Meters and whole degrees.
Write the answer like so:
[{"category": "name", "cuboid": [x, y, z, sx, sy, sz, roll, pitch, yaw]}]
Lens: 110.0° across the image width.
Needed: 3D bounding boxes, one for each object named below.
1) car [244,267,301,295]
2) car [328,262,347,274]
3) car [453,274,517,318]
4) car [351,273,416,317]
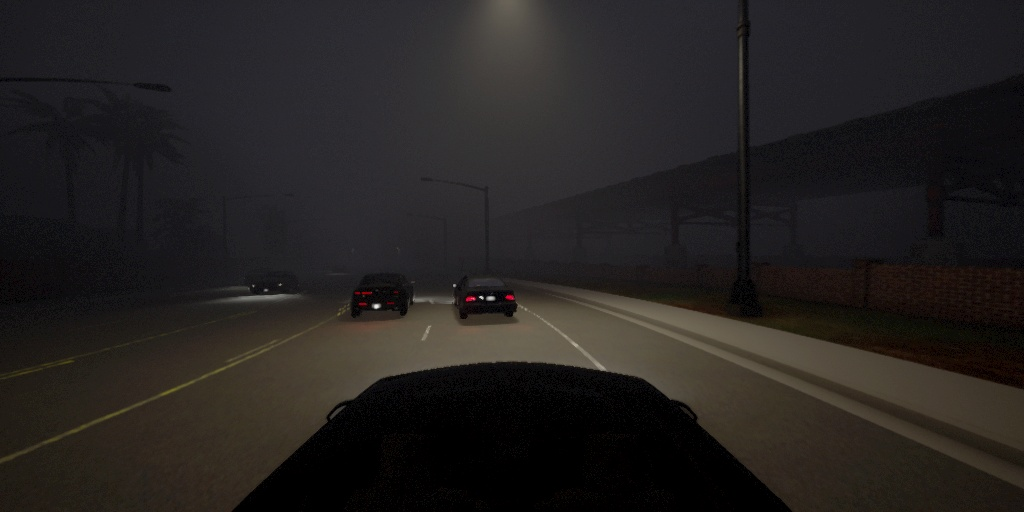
[{"category": "car", "cuboid": [-15.456, 1.664, 23.722, 2.033, 1.411, 5.357, -1, 0, -20]}, {"category": "car", "cuboid": [-27.473, 2.035, 57.296, 2.033, 1.411, 5.357, -1, 0, -20]}, {"category": "car", "cuboid": [-1.170, 1.376, 13.513, 2.033, 1.411, 5.357, -1, 0, -12]}, {"category": "car", "cuboid": [-4.961, 1.392, 14.143, 1.837, 1.490, 4.892, 0, 0, -12]}]
